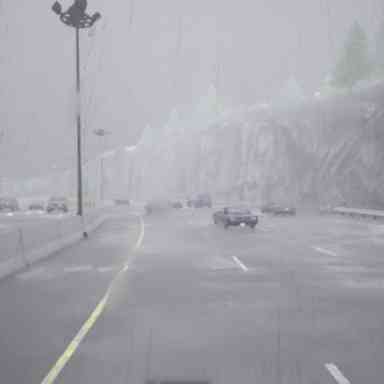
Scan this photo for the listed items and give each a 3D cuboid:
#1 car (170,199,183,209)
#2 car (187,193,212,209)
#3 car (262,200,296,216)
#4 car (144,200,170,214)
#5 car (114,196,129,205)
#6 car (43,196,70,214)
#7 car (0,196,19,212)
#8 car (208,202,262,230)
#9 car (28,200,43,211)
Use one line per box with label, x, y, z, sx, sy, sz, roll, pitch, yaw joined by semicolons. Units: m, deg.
car;-2.732;1.657;45.753;1.895;1.301;4.718;-1;0;-17
car;0.929;1.219;45.420;2.150;2.045;5.566;0;0;-17
car;7.798;1.445;30.662;1.994;1.385;4.181;-1;0;-11
car;-4.122;1.624;36.584;2.033;1.411;5.357;-1;0;-14
car;-13.559;1.590;63.697;2.097;1.767;4.553;-1;0;-24
car;-16.292;1.496;40.672;2.150;2.045;5.566;-1;0;-16
car;-25.174;1.637;45.546;2.150;2.045;5.566;-1;0;-19
car;2.554;1.565;21.002;1.895;1.301;4.718;-1;0;-8
car;-22.460;1.855;48.279;1.882;1.535;5.008;-1;0;-19
